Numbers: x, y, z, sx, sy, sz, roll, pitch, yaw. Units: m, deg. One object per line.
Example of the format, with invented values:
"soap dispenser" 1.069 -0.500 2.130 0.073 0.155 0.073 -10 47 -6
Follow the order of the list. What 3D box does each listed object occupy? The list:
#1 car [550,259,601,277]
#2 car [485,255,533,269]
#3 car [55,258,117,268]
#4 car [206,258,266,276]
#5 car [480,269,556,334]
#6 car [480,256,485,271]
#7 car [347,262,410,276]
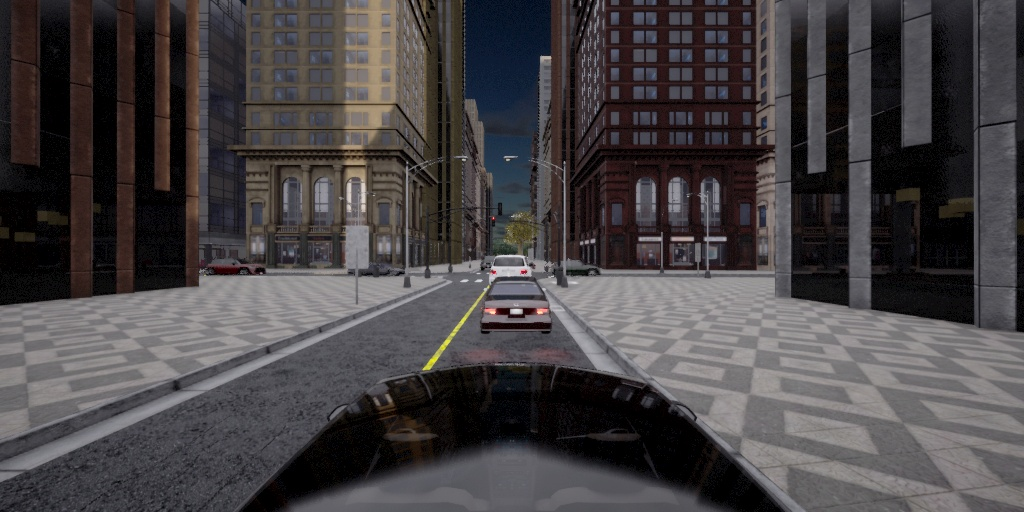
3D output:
"car" 5.900 1.116 33.331 4.553 1.767 2.097 0 0 0
"car" 0.013 0.971 20.839 2.150 2.045 5.566 0 0 4
"car" -39.325 0.987 33.335 4.553 1.767 2.097 0 0 0
"car" -25.557 1.019 33.320 4.553 1.767 2.097 0 0 0
"car" 0.089 1.297 10.594 2.033 1.411 5.357 0 0 0
"car" -3.139 0.969 49.469 2.150 2.045 5.566 0 0 -1
"car" -12.359 1.252 33.324 5.357 1.411 2.033 0 0 0
